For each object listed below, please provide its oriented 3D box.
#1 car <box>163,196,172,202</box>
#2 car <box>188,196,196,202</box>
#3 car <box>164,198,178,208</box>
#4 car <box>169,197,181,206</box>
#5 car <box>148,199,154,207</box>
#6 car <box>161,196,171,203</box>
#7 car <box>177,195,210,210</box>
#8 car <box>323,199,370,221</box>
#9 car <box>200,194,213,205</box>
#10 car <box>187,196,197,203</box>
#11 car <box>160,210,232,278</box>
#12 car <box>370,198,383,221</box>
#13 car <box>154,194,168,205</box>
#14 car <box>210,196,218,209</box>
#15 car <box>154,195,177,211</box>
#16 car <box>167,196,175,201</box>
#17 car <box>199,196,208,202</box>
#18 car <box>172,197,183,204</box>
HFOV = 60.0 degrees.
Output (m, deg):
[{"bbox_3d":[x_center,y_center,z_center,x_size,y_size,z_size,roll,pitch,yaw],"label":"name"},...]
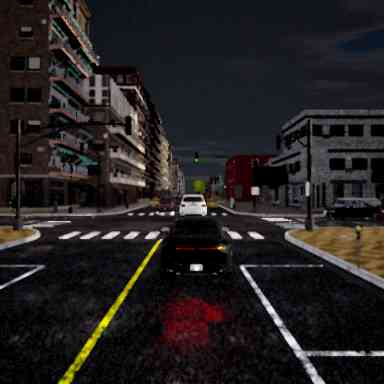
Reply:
[{"bbox_3d":[-5.693,1.649,78.767,1.752,1.417,4.829,0,0,0],"label":"car"},{"bbox_3d":[-0.005,1.674,82.514,2.033,1.411,5.357,0,0,0],"label":"car"},{"bbox_3d":[-3.079,1.663,49.726,1.895,1.301,4.718,0,0,0],"label":"car"},{"bbox_3d":[-3.018,1.604,58.782,1.812,1.442,4.674,0,0,0],"label":"car"},{"bbox_3d":[-5.691,1.590,51.070,1.752,1.417,4.829,0,0,0],"label":"car"},{"bbox_3d":[-5.693,1.662,73.398,2.008,1.369,4.403,0,0,0],"label":"car"},{"bbox_3d":[0.103,1.265,28.911,2.150,2.045,5.566,0,0,0],"label":"car"},{"bbox_3d":[13.440,1.570,27.591,4.902,1.511,2.128,0,0,0],"label":"car"},{"bbox_3d":[2.690,1.401,62.321,2.192,1.841,5.009,0,0,0],"label":"car"},{"bbox_3d":[-0.004,1.648,72.198,2.033,1.411,5.357,0,0,0],"label":"car"},{"bbox_3d":[0.104,1.512,10.142,1.837,1.490,4.892,0,0,0],"label":"car"},{"bbox_3d":[14.921,1.367,21.809,5.009,1.841,2.192,0,0,0],"label":"car"},{"bbox_3d":[-5.691,1.401,62.320,2.192,1.841,5.009,0,0,0],"label":"car"},{"bbox_3d":[2.690,1.581,45.873,1.752,1.417,4.829,0,0,0],"label":"car"},{"bbox_3d":[-3.101,1.399,40.783,2.097,1.767,4.553,0,0,0],"label":"car"},{"bbox_3d":[-5.694,1.699,90.016,1.887,1.381,4.507,0,0,0],"label":"car"},{"bbox_3d":[2.688,1.675,78.938,2.008,1.369,4.403,0,0,0],"label":"car"},{"bbox_3d":[-3.005,1.658,68.798,1.994,1.385,4.181,0,0,0],"label":"car"}]
